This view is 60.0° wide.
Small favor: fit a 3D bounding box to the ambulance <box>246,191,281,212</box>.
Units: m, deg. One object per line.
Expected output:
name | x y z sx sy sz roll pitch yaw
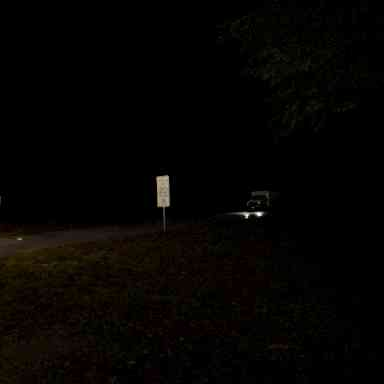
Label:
ambulance | 8.946 1.104 41.532 2.351 2.431 6.366 -3 -2 35
